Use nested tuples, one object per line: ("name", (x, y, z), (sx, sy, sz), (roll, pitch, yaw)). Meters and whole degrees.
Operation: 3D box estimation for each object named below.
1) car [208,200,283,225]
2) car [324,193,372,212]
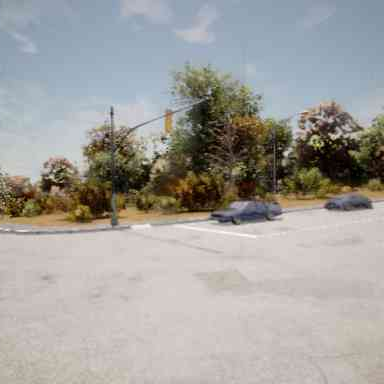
("car", (3.686, 1.283, 22.235), (5.357, 1.411, 2.033), (-2, 1, -33))
("car", (13.026, 0.812, 27.824), (4.181, 1.385, 1.994), (-4, 1, -27))
